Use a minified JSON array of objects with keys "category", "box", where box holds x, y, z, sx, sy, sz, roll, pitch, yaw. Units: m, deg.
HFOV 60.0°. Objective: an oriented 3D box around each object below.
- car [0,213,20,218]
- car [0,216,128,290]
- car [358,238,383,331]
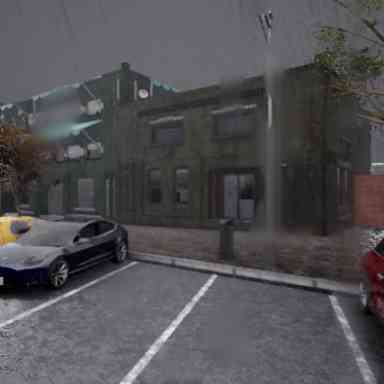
[{"category":"car","box":[-5.894,1.481,11.351,1.946,1.575,5.366,0,-1,16]},{"category":"car","box":[-3.527,1.513,9.424,2.163,1.488,4.792,1,-1,15]},{"category":"car","box":[3.712,1.362,4.330,2.185,1.767,4.553,1,-1,16]}]
